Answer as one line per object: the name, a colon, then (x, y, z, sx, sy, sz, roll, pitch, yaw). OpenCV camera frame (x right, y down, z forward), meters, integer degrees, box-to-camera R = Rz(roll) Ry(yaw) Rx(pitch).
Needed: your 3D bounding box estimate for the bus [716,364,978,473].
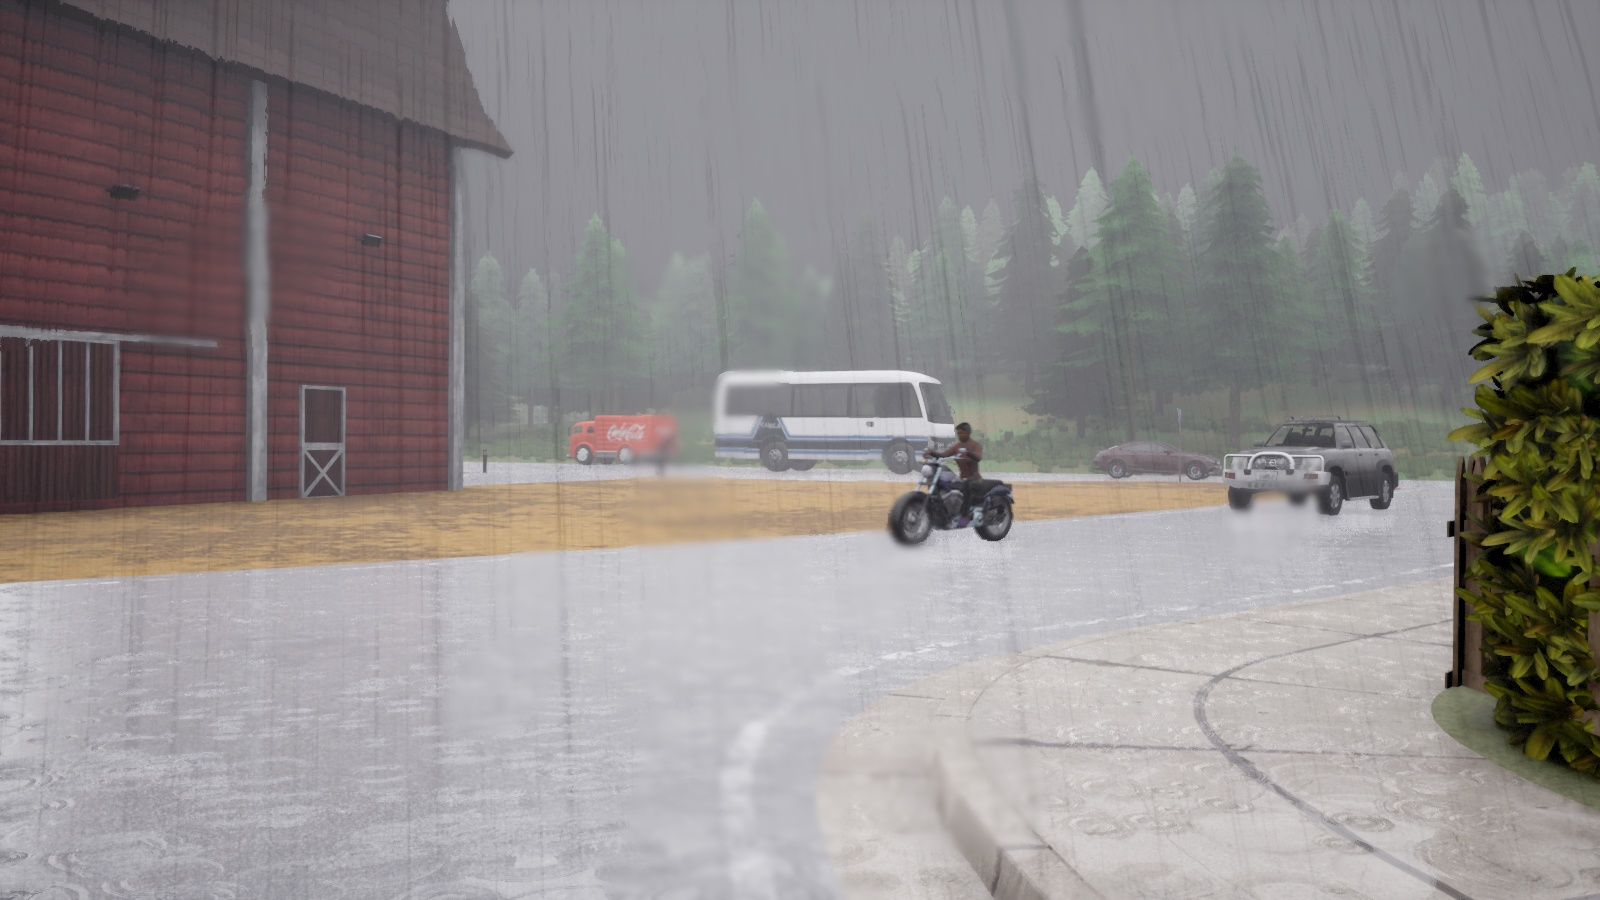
bus: (1.927, -1.214, 52.817, 10.273, 4.253, 3.944, 0, 1, 26)

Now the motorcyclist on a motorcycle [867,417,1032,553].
motorcyclist on a motorcycle: (1.985, 0.405, 16.362, 2.350, 1.649, 0.766, -1, 1, -43)

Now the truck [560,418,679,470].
truck: (-8.900, -0.298, 61.947, 5.204, 2.467, 2.627, 0, 1, 26)

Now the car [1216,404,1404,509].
car: (10.044, 0.085, 24.535, 1.932, 1.855, 4.605, 0, 1, 42)

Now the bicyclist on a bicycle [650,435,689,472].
bicyclist on a bicycle: (-5.873, 0.156, 56.603, 1.656, 1.620, 0.582, 0, 1, 26)

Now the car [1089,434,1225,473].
car: (13.419, 0.126, 47.281, 4.674, 1.442, 1.812, 0, 1, 26)
